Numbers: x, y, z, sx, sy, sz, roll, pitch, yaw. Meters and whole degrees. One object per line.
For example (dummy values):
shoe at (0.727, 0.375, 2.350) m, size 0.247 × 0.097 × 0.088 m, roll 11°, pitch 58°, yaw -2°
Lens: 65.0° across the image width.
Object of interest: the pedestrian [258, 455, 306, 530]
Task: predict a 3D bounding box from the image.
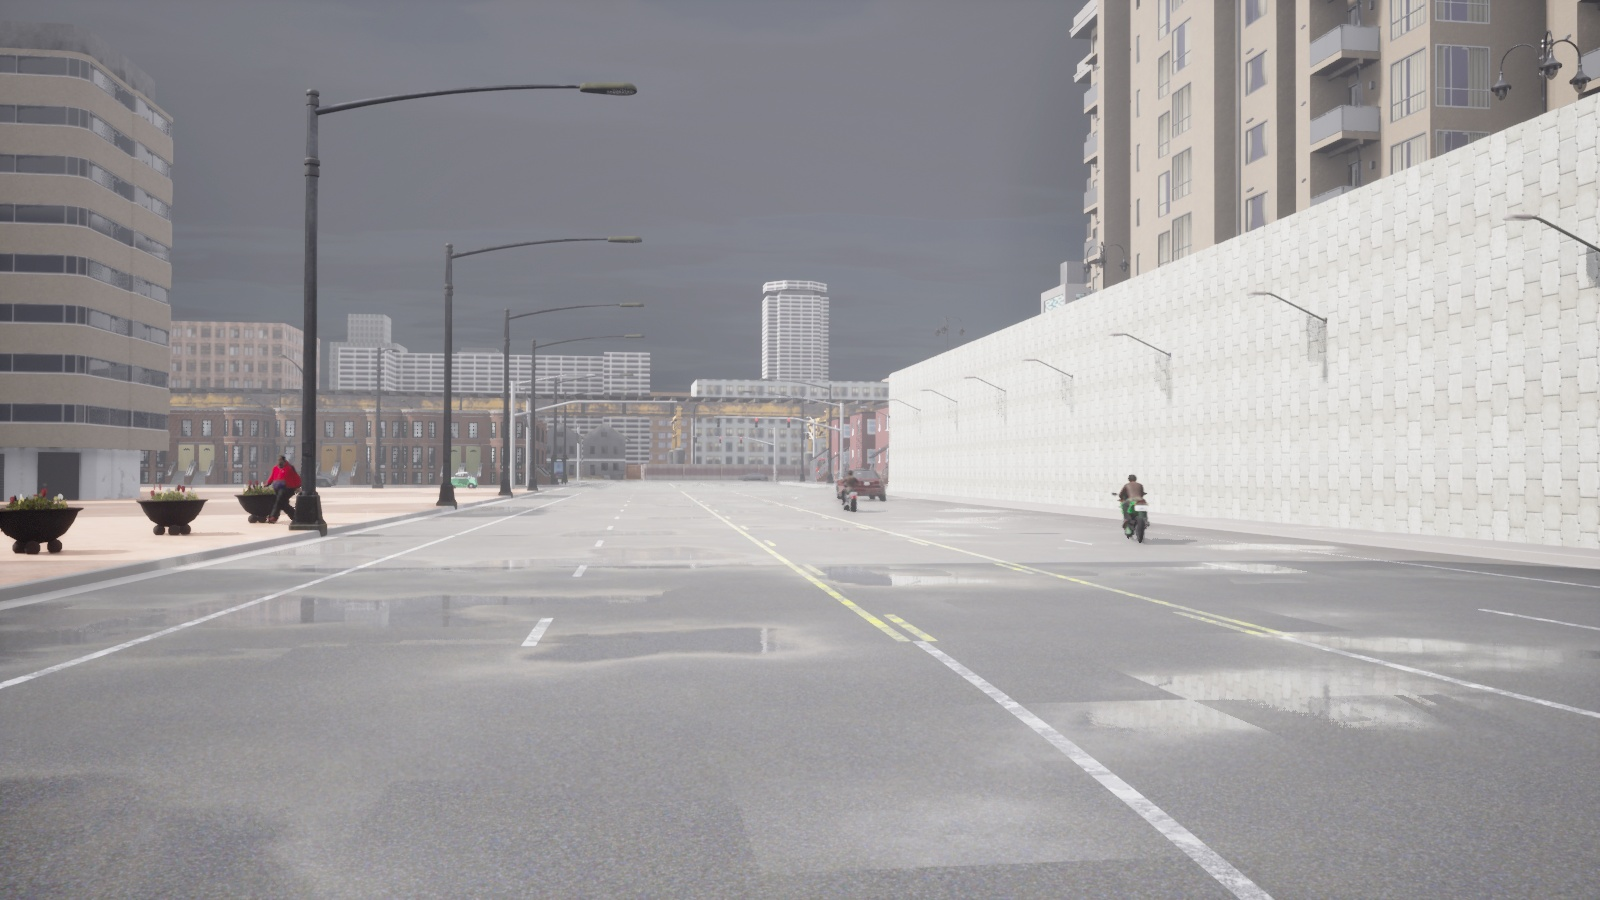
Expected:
pedestrian at (-12.967, 1.048, 31.437) m, size 0.634 × 1.844 × 0.899 m, roll -1°, pitch -1°, yaw 25°

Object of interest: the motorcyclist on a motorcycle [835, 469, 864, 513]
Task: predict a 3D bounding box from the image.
motorcyclist on a motorcycle at (1.913, 1.577, 48.918) m, size 0.766 × 1.649 × 2.350 m, roll 0°, pitch -1°, yaw -7°

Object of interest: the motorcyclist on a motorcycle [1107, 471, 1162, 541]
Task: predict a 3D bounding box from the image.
motorcyclist on a motorcycle at (7.545, 1.242, 28.385) m, size 0.797 × 1.523 × 2.044 m, roll -1°, pitch -1°, yaw 4°

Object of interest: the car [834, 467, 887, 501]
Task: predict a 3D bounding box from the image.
car at (3.222, 1.791, 67.488) m, size 2.097 × 1.767 × 4.553 m, roll 0°, pitch -1°, yaw -7°
